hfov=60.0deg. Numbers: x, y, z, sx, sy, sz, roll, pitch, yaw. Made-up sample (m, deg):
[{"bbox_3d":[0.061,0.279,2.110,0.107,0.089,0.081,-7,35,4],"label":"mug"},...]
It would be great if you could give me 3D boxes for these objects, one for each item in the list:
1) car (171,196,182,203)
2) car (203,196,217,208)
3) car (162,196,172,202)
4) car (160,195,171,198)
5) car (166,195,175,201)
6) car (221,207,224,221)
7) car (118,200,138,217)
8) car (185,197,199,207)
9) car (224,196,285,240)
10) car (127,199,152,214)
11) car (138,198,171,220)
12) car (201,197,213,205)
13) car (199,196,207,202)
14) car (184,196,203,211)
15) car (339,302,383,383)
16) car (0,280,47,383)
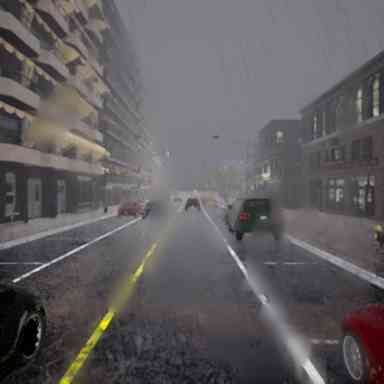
[{"bbox_3d":[-2.986,1.630,69.573,1.895,1.301,4.718,0,0,0],"label":"car"},{"bbox_3d":[2.690,1.548,48.107,1.752,1.417,4.829,-1,0,0],"label":"car"},{"bbox_3d":[-5.685,1.607,76.354,1.947,1.339,4.313,-1,0,0],"label":"car"},{"bbox_3d":[-5.687,1.578,64.999,1.887,1.381,4.507,-1,0,0],"label":"car"},{"bbox_3d":[-5.683,1.600,87.709,2.008,1.369,4.403,-1,0,0],"label":"car"},{"bbox_3d":[3.153,1.535,24.074,1.812,1.442,4.674,0,0,0],"label":"car"},{"bbox_3d":[-5.693,1.557,30.934,1.887,1.381,4.507,-1,0,0],"label":"car"},{"bbox_3d":[0.049,1.574,54.495,2.033,1.411,5.357,0,0,2],"label":"car"},{"bbox_3d":[3.111,1.235,17.104,2.150,2.045,5.566,0,0,0],"label":"car"},{"bbox_3d":[-5.692,1.566,36.612,2.008,1.369,4.403,-1,0,0],"label":"car"},{"bbox_3d":[-3.089,1.516,28.327,1.837,1.490,4.892,0,0,0],"label":"car"},{"bbox_3d":[2.692,1.575,59.291,1.887,1.381,4.507,-1,0,0],"label":"car"},{"bbox_3d":[2.697,1.628,82.001,1.802,1.307,4.206,-1,0,0],"label":"car"},{"bbox_3d":[0.083,1.517,41.881,1.837,1.490,4.892,0,-2,0],"label":"car"},{"bbox_3d":[2.682,1.583,2.518,1.802,1.307,4.206,-1,0,0],"label":"car"},{"bbox_3d":[-3.066,1.565,3.026,1.994,1.385,4.181,0,0,1],"label":"car"}]
